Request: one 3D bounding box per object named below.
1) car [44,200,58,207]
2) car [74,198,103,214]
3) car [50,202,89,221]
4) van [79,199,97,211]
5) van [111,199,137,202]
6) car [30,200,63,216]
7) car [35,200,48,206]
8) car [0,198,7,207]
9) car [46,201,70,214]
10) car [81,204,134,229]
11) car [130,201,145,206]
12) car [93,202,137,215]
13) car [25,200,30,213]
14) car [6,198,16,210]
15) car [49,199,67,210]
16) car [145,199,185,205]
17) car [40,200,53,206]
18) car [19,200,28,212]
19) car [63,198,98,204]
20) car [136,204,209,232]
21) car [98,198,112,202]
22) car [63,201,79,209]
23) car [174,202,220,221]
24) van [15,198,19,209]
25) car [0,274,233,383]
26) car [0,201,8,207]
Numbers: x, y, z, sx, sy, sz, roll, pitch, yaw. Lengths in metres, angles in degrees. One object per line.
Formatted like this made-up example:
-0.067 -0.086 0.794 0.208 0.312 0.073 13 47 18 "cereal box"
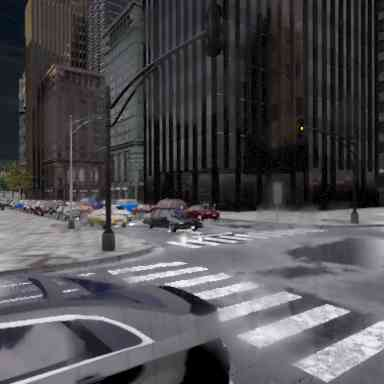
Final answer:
-31.714 2.587 74.936 1.947 1.339 4.313 -1 0 -35 "car"
-14.284 1.808 45.811 2.150 2.045 5.566 0 -1 -36 "car"
-12.030 2.000 32.485 2.008 1.369 4.403 -1 0 -35 "car"
-17.060 2.030 54.353 1.690 1.788 3.998 -1 0 -35 "van"
-8.240 1.825 41.899 1.690 1.788 3.998 -1 0 -35 "van"
-17.693 1.897 40.453 2.192 1.841 5.009 -1 0 -35 "car"
-37.738 2.703 83.420 2.008 1.369 4.403 -1 0 -35 "car"
-41.273 2.663 73.672 1.887 1.381 4.507 -1 0 -35 "car"
-18.918 2.141 46.887 2.128 1.511 4.902 0 -1 -35 "car"
-6.276 1.839 24.379 1.752 1.417 4.829 -1 0 -35 "car"
-5.294 1.997 37.748 1.802 1.307 4.206 -1 0 -35 "car"
-7.056 1.897 30.093 1.812 1.442 4.674 0 -1 -35 "car"
-20.516 2.192 44.436 1.887 1.381 4.507 -1 0 -35 "car"
-31.935 2.350 60.517 1.967 1.590 4.097 -1 0 -35 "car"
-24.054 2.164 59.569 2.097 1.767 4.553 0 -1 -35 "car"
-2.360 1.661 33.597 2.192 1.841 5.009 -1 0 -35 "car"
-34.726 2.653 79.178 1.947 1.339 4.313 -1 0 -35 "car"
-23.347 2.153 48.420 1.967 1.590 4.097 -1 0 -35 "car"
-12.936 1.861 38.387 2.097 1.767 4.553 0 -1 -35 "car"
-1.457 1.786 22.152 2.033 1.411 5.357 0 -1 -35 "car"
-11.180 1.867 46.051 2.192 1.841 5.009 -1 0 -35 "car"
-22.679 2.399 62.210 1.802 1.307 4.206 -1 0 -35 "car"
0.586 1.821 29.445 1.887 1.381 4.507 -1 0 -35 "car"
-26.177 2.119 52.404 1.690 1.788 3.998 -1 0 -35 "van"
-1.925 1.492 2.326 4.902 1.511 2.128 0 0 -35 "car"
-44.385 2.767 78.056 1.802 1.307 4.206 -1 0 -35 "car"
